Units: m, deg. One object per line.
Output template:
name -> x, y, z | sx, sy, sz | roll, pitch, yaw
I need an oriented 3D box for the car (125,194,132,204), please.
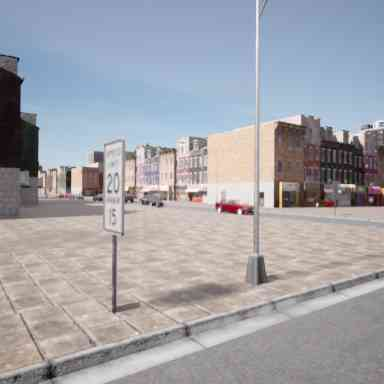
car -> -11.963, 1.043, 52.962 | 1.882, 1.535, 5.008 | 1, 0, -35

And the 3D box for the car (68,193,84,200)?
car -> -24.499, 0.961, 71.353 | 2.008, 1.369, 4.403 | 1, 0, -35

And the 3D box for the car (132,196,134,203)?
car -> -11.772, 1.069, 57.912 | 1.837, 1.490, 4.892 | 1, 0, -35

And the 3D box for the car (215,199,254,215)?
car -> 4.046, 1.364, 30.982 | 1.887, 1.381, 4.507 | 1, 0, -35

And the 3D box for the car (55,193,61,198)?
car -> -30.842, 0.889, 80.326 | 1.887, 1.381, 4.507 | 1, 0, -35

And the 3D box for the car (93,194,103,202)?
car -> -16.012, 1.037, 58.673 | 1.812, 1.442, 4.674 | 1, 0, -35

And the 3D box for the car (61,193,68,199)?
car -> -27.670, 0.921, 75.839 | 1.887, 1.381, 4.507 | 1, 0, -35

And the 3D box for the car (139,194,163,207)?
car -> -5.469, 1.227, 44.439 | 1.947, 1.339, 4.313 | 1, 0, -35

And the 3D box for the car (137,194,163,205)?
car -> -6.366, 1.145, 50.356 | 1.837, 1.490, 4.892 | 1, 0, -35
